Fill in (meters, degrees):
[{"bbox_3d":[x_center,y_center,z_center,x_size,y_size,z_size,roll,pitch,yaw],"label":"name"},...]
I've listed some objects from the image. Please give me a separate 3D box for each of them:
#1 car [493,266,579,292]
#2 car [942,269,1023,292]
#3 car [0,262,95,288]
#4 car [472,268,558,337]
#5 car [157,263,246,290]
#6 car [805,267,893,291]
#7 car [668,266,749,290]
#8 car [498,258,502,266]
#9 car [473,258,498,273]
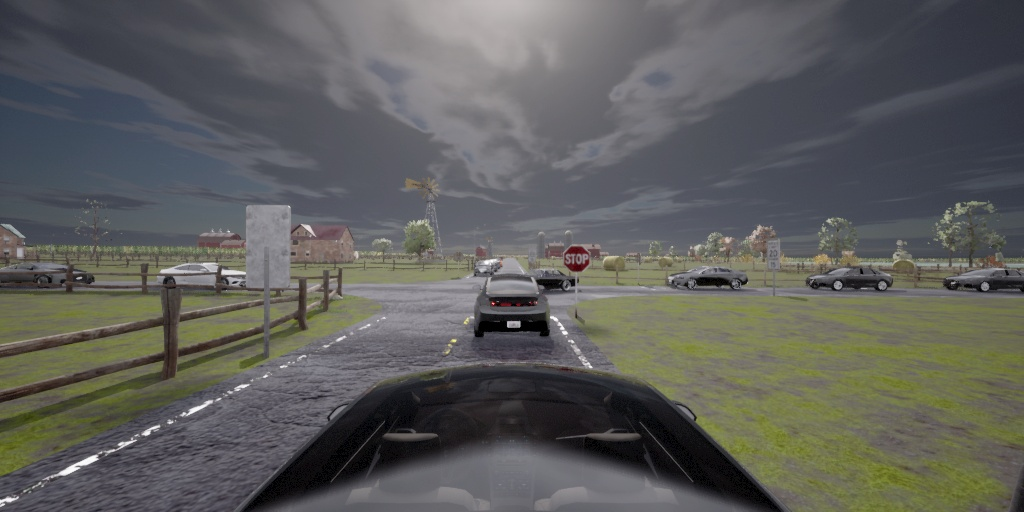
[{"bbox_3d":[1.509,1.369,20.342,4.718,1.301,1.895,1,0,-35],"label":"car"},{"bbox_3d":[31.714,1.587,23.846,4.892,1.490,1.837,1,-1,-1],"label":"car"},{"bbox_3d":[-26.354,1.048,20.146,4.181,1.385,1.994,1,-1,-1],"label":"car"},{"bbox_3d":[-0.069,1.256,10.297,1.837,1.490,4.892,0,0,-3],"label":"car"},{"bbox_3d":[-17.233,1.104,20.263,4.674,1.442,1.812,1,-1,-1],"label":"car"},{"bbox_3d":[22.212,1.500,23.731,4.892,1.490,1.837,1,-1,-1],"label":"car"},{"bbox_3d":[12.810,1.397,23.565,4.902,1.511,2.128,1,-1,-2],"label":"car"},{"bbox_3d":[-2.828,1.242,46.431,2.128,1.511,4.902,0,0,0],"label":"car"},{"bbox_3d":[-2.840,1.243,36.985,2.128,1.511,4.902,0,0,0],"label":"car"}]
